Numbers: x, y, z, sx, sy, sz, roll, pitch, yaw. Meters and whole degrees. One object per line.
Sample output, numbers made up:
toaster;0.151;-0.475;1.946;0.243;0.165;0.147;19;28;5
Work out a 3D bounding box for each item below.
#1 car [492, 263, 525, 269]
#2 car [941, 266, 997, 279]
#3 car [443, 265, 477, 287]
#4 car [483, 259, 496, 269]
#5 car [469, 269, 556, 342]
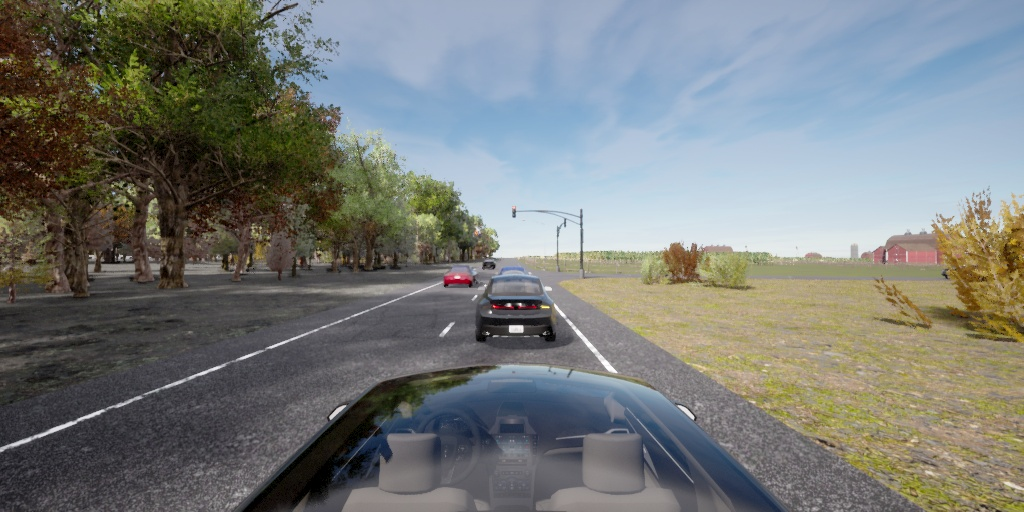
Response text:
car;0.076;1.280;19.042;1.812;1.442;4.674;0;0;0
car;48.434;1.768;37.793;4.902;1.511;2.128;1;-1;0
car;-3.454;1.319;24.785;1.994;1.385;4.181;0;0;0
car;-3.526;1.232;56.740;1.882;1.535;5.008;0;0;0
car;0.081;1.257;9.793;1.837;1.490;4.892;0;0;0
